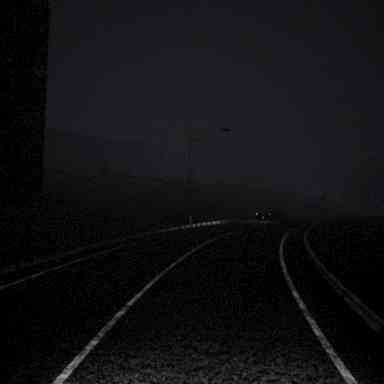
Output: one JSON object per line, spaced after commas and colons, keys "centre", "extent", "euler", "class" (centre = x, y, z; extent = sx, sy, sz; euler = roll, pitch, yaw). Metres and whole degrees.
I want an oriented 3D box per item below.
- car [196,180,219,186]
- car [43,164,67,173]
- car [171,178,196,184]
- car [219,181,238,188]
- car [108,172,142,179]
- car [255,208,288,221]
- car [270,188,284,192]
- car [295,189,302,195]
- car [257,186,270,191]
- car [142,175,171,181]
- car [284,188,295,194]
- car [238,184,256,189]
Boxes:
{"centre": [2.126, -1.520, 62.717], "extent": [5.008, 1.535, 2.097], "euler": [4, -6, -39], "class": "car"}
{"centre": [-19.714, -3.001, 45.981], "extent": [4.553, 1.767, 2.185], "euler": [3, -5, -37], "class": "car"}
{"centre": [-2.172, -1.782, 59.218], "extent": [4.674, 1.452, 2.002], "euler": [4, -6, -38], "class": "car"}
{"centre": [6.331, -1.338, 66.298], "extent": [4.553, 1.767, 2.185], "euler": [4, -6, -40], "class": "car"}
{"centre": [-10.957, -2.377, 52.512], "extent": [4.892, 1.521, 2.231], "euler": [3, -5, -37], "class": "car"}
{"centre": [8.520, 2.348, 35.504], "extent": [1.895, 1.301, 4.718], "euler": [-3, -3, 37], "class": "car"}
{"centre": [18.535, -0.242, 77.596], "extent": [4.892, 1.521, 2.231], "euler": [5, -6, -44], "class": "car"}
{"centre": [26.358, 0.254, 85.664], "extent": [2.435, 2.045, 5.566], "euler": [-4, -7, 43], "class": "car"}
{"centre": [14.643, -0.526, 73.832], "extent": [4.674, 1.452, 2.002], "euler": [5, -6, -43], "class": "car"}
{"centre": [-6.544, -2.112, 55.817], "extent": [4.892, 1.521, 2.231], "euler": [3, -6, -37], "class": "car"}
{"centre": [22.492, -0.008, 81.605], "extent": [2.185, 1.767, 4.553], "euler": [-4, -7, 44], "class": "car"}
{"centre": [10.600, -0.857, 70.090], "extent": [4.792, 1.488, 2.163], "euler": [4, -6, -42], "class": "car"}
